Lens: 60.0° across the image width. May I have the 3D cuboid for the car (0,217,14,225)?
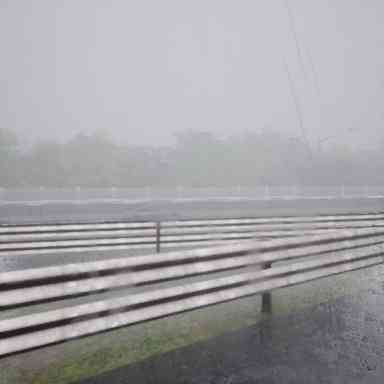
[{"bbox_3d":[-12.108,1.664,17.494,4.892,1.490,1.837,-1,0,-14],"label":"car"}]

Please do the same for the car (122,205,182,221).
[{"bbox_3d":[-2.788,1.624,23.440,4.181,1.385,1.994,-1,0,-14],"label":"car"}]
